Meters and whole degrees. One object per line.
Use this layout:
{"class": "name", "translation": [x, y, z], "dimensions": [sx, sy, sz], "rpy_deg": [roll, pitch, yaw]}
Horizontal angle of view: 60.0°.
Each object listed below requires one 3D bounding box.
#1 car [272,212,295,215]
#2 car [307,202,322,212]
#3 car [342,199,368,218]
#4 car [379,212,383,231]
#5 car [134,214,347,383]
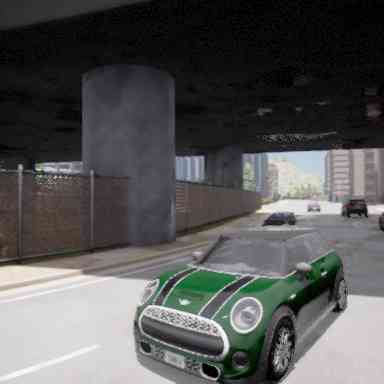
{"class": "car", "translation": [5.540, 1.906, 20.271], "dimensions": [2.033, 1.411, 5.357], "rpy_deg": [-1, -1, 20]}
{"class": "car", "translation": [19.139, 2.373, 52.158], "dimensions": [2.128, 1.511, 4.902], "rpy_deg": [-1, -1, 17]}
{"class": "car", "translation": [18.755, 1.842, 38.427], "dimensions": [2.150, 2.045, 5.566], "rpy_deg": [-1, -1, 17]}
{"class": "car", "translation": [13.187, 1.669, 20.770], "dimensions": [2.097, 1.767, 4.553], "rpy_deg": [-1, -1, 20]}
{"class": "car", "translation": [1.141, 1.463, 5.845], "dimensions": [2.097, 1.767, 4.553], "rpy_deg": [-1, -1, 37]}
